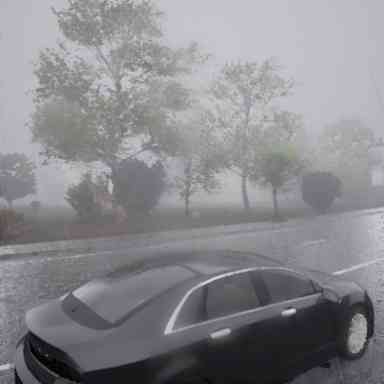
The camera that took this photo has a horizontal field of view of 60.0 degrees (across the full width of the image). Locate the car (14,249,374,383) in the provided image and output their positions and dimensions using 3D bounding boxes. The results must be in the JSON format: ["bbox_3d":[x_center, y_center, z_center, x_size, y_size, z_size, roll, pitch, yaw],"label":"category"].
[{"bbox_3d":[0.493,1.514,4.279,4.892,1.490,1.837,0,0,-37],"label":"car"}]
